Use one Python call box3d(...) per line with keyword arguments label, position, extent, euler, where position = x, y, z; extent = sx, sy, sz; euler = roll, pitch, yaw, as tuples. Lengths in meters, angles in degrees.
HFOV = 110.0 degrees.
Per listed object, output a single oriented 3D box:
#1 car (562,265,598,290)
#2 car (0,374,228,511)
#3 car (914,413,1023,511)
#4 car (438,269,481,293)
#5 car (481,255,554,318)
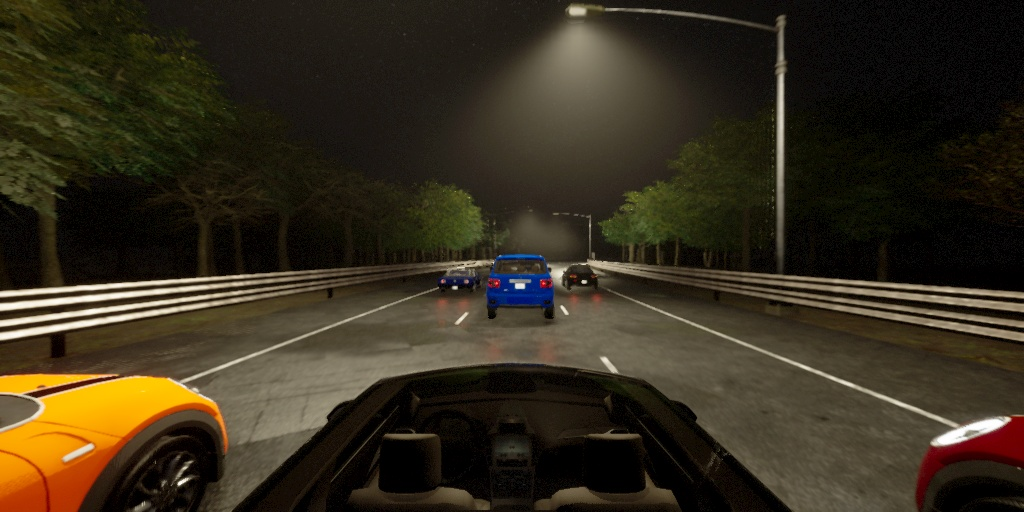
box3d(label="car", position=(4.235, 1.309, 22.716), extent=(1.812, 1.442, 4.674), euler=(0, 0, 3))
box3d(label="car", position=(-3.365, 1.099, 1.018), extent=(2.097, 1.767, 4.553), euler=(0, 0, 0))
box3d(label="car", position=(3.637, 1.105, 0.368), extent=(2.097, 1.767, 4.553), euler=(0, 0, 0))
box3d(label="car", position=(-2.871, 1.374, 20.999), extent=(1.895, 1.301, 4.718), euler=(0, 0, 3))
box3d(label="car", position=(0.315, 0.988, 13.254), extent=(2.150, 2.045, 5.566), euler=(0, 0, 2))
